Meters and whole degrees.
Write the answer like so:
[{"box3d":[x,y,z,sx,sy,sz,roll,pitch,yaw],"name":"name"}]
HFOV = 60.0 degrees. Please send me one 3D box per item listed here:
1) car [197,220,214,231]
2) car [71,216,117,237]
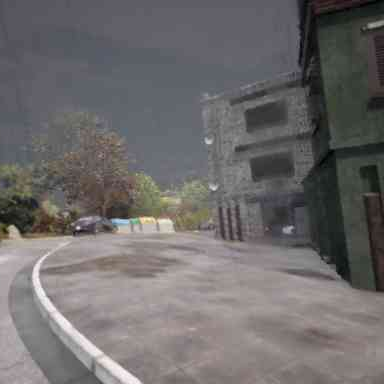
[{"box3d":[2.489,4.439,44.100,2.128,1.511,4.902,-8,-9,30],"name":"car"},{"box3d":[-7.440,2.588,25.467,1.812,1.442,4.674,-7,-8,12],"name":"car"}]
